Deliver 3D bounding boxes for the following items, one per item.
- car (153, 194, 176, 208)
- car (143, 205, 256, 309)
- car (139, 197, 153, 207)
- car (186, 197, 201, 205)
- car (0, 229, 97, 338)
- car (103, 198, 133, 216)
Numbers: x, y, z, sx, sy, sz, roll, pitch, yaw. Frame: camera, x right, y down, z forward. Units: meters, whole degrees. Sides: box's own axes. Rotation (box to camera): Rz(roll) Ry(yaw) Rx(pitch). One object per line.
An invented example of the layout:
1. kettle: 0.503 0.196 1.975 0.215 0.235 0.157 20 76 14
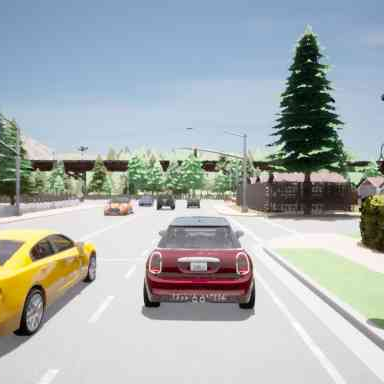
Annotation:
1. car: -3.315 1.222 43.031 2.150 2.045 5.566 0 0 0
2. car: 0.210 1.352 8.066 2.097 1.767 4.553 0 0 2
3. car: -6.901 1.523 50.607 1.882 1.535 5.008 0 0 0
4. car: 0.208 1.505 47.102 1.837 1.490 4.892 0 0 1
5. car: -3.406 1.478 6.693 1.882 1.535 5.008 0 0 0
6. car: -7.032 1.352 32.121 2.097 1.767 4.553 0 0 0
